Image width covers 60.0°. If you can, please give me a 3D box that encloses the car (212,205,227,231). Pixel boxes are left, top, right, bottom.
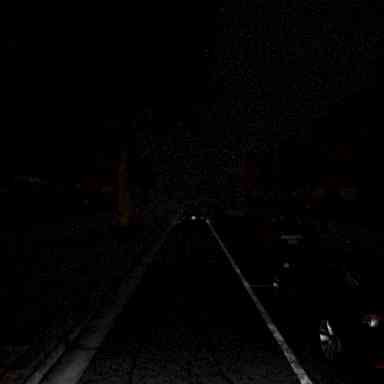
[{"bbox_3d":[2.643,1.792,22.268,1.887,1.381,4.507,1,-1,0],"label":"car"}]

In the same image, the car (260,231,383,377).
[{"bbox_3d":[2.646,1.630,5.646,1.947,1.339,4.313,1,-1,0],"label":"car"}]

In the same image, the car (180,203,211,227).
[{"bbox_3d":[0.093,1.824,24.950,2.033,1.411,5.357,0,-1,0],"label":"car"}]

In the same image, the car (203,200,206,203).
[{"bbox_3d":[2.639,1.974,38.890,1.887,1.381,4.507,1,-1,0],"label":"car"}]

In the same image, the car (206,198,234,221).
[{"bbox_3d":[2.645,1.623,27.812,2.192,1.841,5.009,1,-1,0],"label":"car"}]

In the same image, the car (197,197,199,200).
[{"bbox_3d":[2.632,2.335,72.303,1.752,1.417,4.829,1,-1,0],"label":"car"}]

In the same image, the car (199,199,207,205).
[{"bbox_3d":[2.629,2.488,83.213,1.887,1.381,4.507,1,-1,0],"label":"car"}]

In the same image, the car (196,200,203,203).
[{"bbox_3d":[0.091,2.063,41.920,1.895,1.301,4.718,0,-1,0],"label":"car"}]

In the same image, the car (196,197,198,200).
[{"bbox_3d":[2.631,2.315,77.673,1.967,1.590,4.097,1,-1,0],"label":"car"}]

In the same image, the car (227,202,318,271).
[{"bbox_3d":[2.648,1.440,11.190,2.192,1.841,5.009,1,-1,0],"label":"car"}]

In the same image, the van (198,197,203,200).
[{"bbox_3d":[2.635,2.082,66.594,1.690,1.788,3.998,1,-1,0],"label":"van"}]

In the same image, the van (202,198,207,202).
[{"bbox_3d":[2.641,1.831,44.433,1.690,1.788,3.998,1,-1,0],"label":"van"}]
